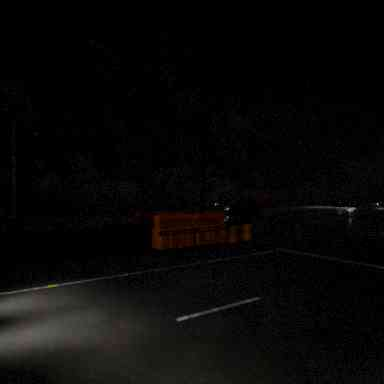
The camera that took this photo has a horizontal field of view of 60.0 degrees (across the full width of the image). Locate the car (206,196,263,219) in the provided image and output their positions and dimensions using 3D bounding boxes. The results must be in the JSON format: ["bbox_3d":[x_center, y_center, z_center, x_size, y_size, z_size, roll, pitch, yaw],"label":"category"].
[{"bbox_3d":[3.856,1.282,28.247,4.553,1.767,2.097,0,0,-36],"label":"car"}]

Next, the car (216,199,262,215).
[{"bbox_3d":[4.734,1.438,33.176,4.674,1.442,1.812,0,0,-36],"label":"car"}]

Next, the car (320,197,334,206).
[{"bbox_3d":[20.983,1.403,49.074,4.718,1.301,1.895,0,0,-35],"label":"car"}]

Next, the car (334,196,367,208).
[{"bbox_3d":[22.100,1.311,45.573,4.892,1.490,1.837,-1,0,-35],"label":"car"}]

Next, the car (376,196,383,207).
[{"bbox_3d":[27.170,1.294,44.890,4.892,1.490,1.837,0,0,-35],"label":"car"}]

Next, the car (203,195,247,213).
[{"bbox_3d":[3.689,1.258,36.731,4.553,1.767,2.097,0,0,-36],"label":"car"}]

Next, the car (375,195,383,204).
[{"bbox_3d":[34.726,1.267,58.782,5.357,1.411,2.033,0,0,-35],"label":"car"}]

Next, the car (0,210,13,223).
[{"bbox_3d":[-15.255,1.608,23.205,4.718,1.301,1.895,0,0,-36],"label":"car"}]
